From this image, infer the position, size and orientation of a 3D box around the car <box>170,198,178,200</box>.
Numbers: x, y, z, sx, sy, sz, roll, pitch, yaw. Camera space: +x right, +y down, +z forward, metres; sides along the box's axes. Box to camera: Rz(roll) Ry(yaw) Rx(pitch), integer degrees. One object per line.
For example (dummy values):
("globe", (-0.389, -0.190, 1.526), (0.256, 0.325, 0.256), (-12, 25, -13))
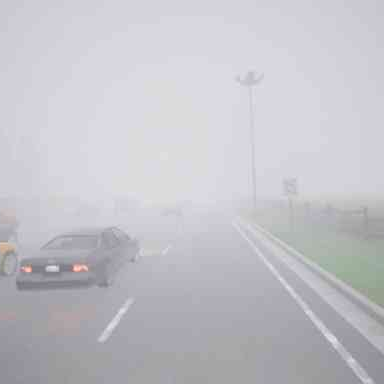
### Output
("car", (-3.689, 1.909, 68.810), (1.812, 1.442, 4.674), (-2, 0, 2))

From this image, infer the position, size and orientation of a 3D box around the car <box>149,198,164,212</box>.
("car", (-4.660, 1.915, 45.865), (1.994, 1.385, 4.181), (-2, 0, 3))

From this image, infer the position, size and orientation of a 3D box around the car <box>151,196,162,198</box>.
("car", (-7.205, 1.761, 68.757), (2.150, 2.045, 5.566), (-2, 0, 2))

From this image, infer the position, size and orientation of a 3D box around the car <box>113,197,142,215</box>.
("car", (-8.356, 1.716, 42.069), (2.150, 2.045, 5.566), (-2, -1, 3))

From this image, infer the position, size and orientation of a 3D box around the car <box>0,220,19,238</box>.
("car", (-6.449, 1.783, 8.393), (1.882, 1.535, 5.008), (-2, 0, 3))

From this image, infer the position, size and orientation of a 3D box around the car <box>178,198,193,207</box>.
("car", (-0.805, 1.694, 55.397), (1.882, 1.535, 5.008), (-2, 0, 3))

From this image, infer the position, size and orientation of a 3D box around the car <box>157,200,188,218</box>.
("car", (-1.803, 1.784, 32.288), (1.895, 1.301, 4.718), (-2, 0, 3))

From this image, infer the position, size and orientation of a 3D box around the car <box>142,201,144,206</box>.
("car", (-10.777, 2.184, 66.387), (2.128, 1.511, 4.902), (-2, 0, 3))

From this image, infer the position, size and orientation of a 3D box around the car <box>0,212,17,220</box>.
("car", (-9.661, 1.941, 14.432), (1.882, 1.535, 5.008), (-2, 0, 3))

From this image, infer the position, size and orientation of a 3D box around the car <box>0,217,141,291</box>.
("car", (-2.883, 1.703, 9.673), (2.033, 1.411, 5.357), (-2, 0, 3))

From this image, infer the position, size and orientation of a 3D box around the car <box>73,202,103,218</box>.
("car", (-12.013, 1.996, 38.693), (2.097, 1.767, 4.553), (-2, 0, 3))
